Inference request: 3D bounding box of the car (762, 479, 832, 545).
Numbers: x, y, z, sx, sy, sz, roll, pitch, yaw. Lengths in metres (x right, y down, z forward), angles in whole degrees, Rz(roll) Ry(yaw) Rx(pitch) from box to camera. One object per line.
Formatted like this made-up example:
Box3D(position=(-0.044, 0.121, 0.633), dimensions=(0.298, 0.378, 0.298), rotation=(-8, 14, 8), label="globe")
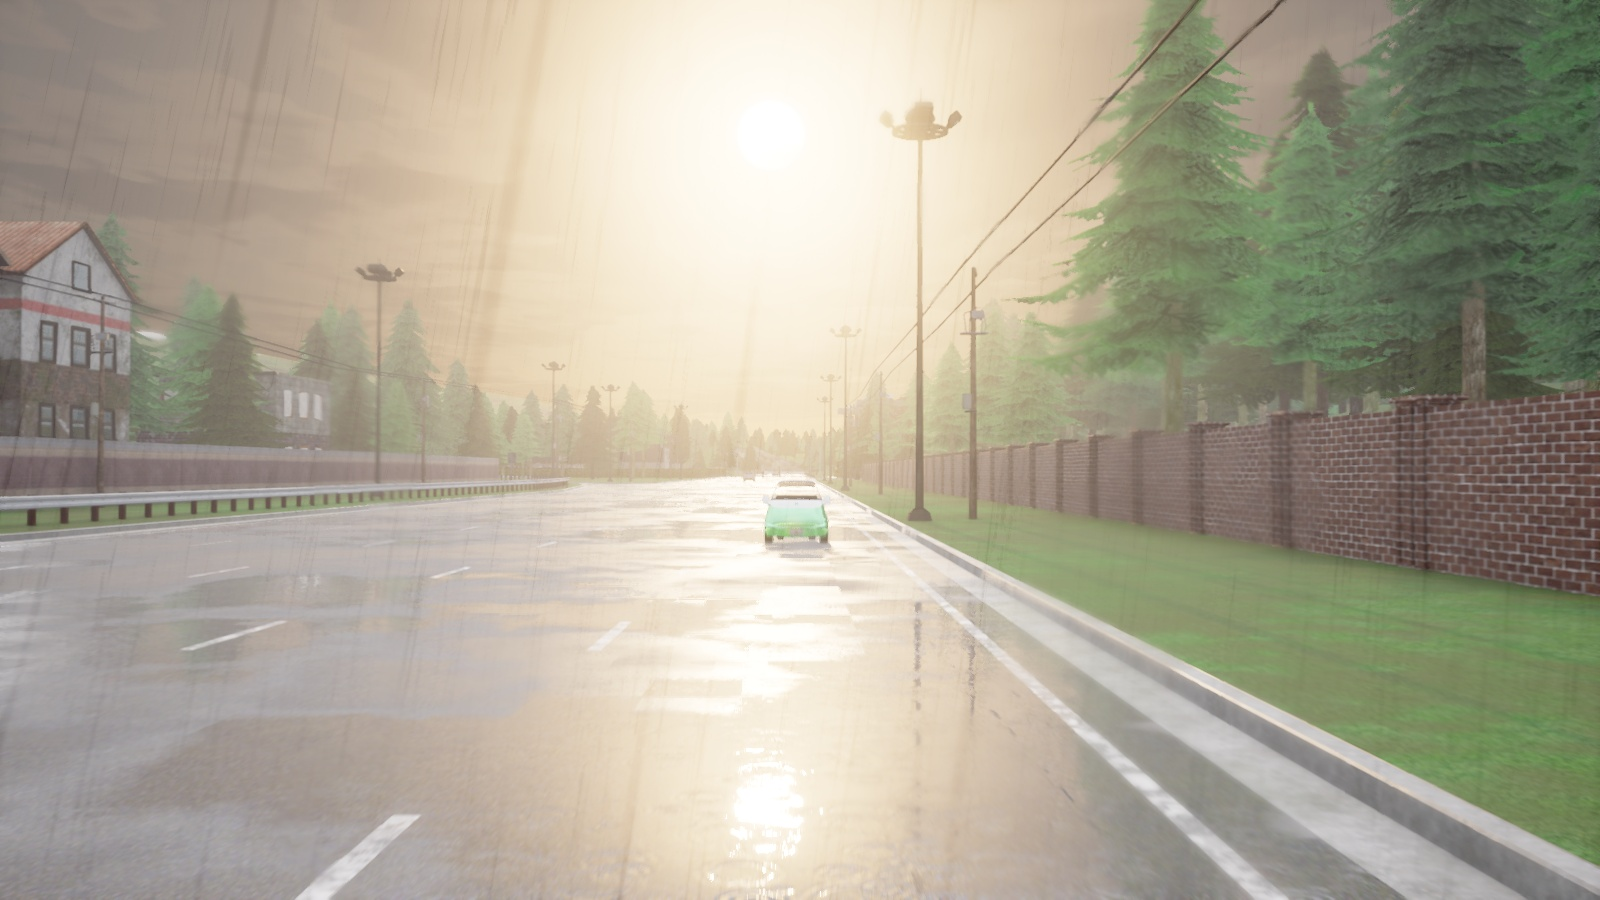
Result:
Box3D(position=(-0.065, 1.329, 27.450), dimensions=(1.481, 1.376, 2.207), rotation=(0, -1, 0), label="car")
